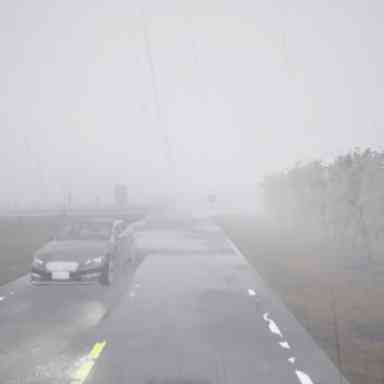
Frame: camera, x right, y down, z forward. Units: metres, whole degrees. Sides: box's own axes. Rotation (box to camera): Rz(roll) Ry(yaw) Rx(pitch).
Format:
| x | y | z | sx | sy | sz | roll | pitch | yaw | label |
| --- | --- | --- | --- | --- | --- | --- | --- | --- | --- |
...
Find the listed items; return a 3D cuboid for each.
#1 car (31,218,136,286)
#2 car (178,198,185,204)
| x | y | z | sx | sy | sz | roll | pitch | yaw | label |
| --- | --- | --- | --- | --- | --- | --- | --- | --- | --- |
| -2.852 | 1.566 | 9.679 | 2.128 | 1.511 | 4.902 | 0 | 0 | 0 | car |
| -2.774 | 2.524 | 91.234 | 2.128 | 1.511 | 4.902 | 0 | -1 | 0 | car |
